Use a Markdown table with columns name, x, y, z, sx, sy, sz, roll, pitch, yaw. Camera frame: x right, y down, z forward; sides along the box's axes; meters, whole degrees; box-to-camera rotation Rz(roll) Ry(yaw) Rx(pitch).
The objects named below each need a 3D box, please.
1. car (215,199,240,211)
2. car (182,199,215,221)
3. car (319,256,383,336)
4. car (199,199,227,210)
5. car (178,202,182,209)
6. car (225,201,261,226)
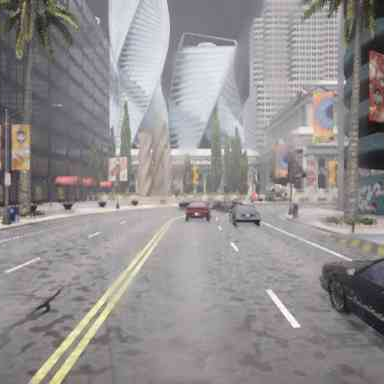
| name | x | y | z | sx | sy | sz | roll | pitch | yaw |
| --- | --- | --- | --- | --- | --- | --- | --- | --- | --- |
| car | 5.172 | 1.577 | 41.846 | 2.128 | 1.511 | 4.902 | 0 | 0 | 28 |
| car | 0.635 | 1.534 | 27.818 | 1.882 | 1.535 | 5.008 | 0 | 0 | 6 |
| car | 3.606 | 1.557 | 4.578 | 2.033 | 1.411 | 5.357 | 0 | 0 | 0 |
| car | 2.927 | 1.656 | 45.489 | 1.994 | 1.385 | 4.181 | 0 | 0 | 32 |
| car | 0.016 | 1.697 | 47.447 | 1.895 | 1.301 | 4.718 | 0 | 0 | 32 |
| car | 3.750 | 1.596 | 24.017 | 2.033 | 1.411 | 5.357 | 0 | 0 | 3 |
